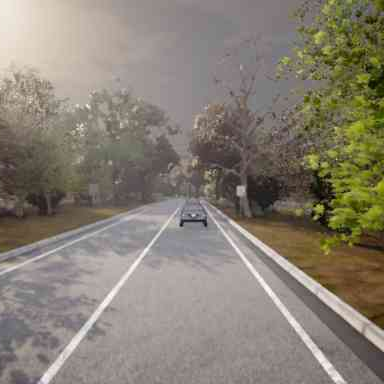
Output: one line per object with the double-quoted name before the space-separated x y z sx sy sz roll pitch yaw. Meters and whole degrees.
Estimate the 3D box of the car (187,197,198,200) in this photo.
"car" 0.097 1.380 42.640 2.033 1.411 5.357 0 0 0

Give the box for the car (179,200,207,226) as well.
"car" 0.100 1.496 23.152 2.033 1.411 5.357 0 0 0
